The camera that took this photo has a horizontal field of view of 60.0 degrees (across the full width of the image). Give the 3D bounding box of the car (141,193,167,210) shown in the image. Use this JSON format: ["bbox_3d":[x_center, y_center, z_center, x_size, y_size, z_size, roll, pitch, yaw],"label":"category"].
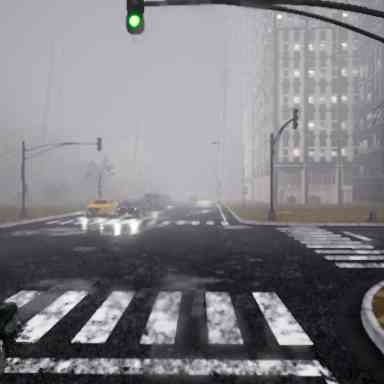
[{"bbox_3d":[-4.809,1.116,40.932,2.150,2.045,5.566,0,0,3],"label":"car"}]

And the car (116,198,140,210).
[{"bbox_3d":[-8.012,1.490,41.863,1.895,1.301,4.718,0,0,3],"label":"car"}]

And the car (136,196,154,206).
[{"bbox_3d":[-7.401,1.432,52.264,1.994,1.385,4.181,0,0,3],"label":"car"}]

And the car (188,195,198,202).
[{"bbox_3d":[0.248,1.383,71.034,2.033,1.411,5.357,0,0,3],"label":"car"}]

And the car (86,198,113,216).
[{"bbox_3d":[-8.569,1.388,31.988,1.882,1.535,5.008,0,0,3],"label":"car"}]

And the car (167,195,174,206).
[{"bbox_3d":[-4.134,1.223,52.357,2.097,1.767,4.553,0,0,4],"label":"car"}]

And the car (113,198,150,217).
[{"bbox_3d":[-5.404,1.519,30.303,1.895,1.301,4.718,0,0,3],"label":"car"}]

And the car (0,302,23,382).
[{"bbox_3d":[-3.088,1.593,2.097,1.895,1.301,4.718,0,0,0],"label":"car"}]
